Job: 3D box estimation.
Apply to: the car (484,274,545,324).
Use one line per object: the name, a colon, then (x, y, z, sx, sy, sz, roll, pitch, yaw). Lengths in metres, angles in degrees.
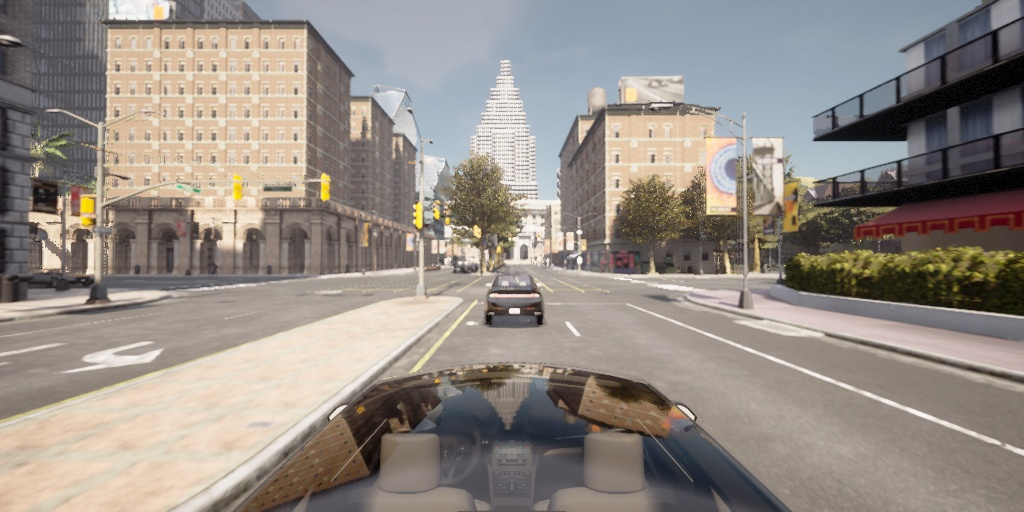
car: (0.071, 1.384, 12.659, 2.128, 1.511, 4.902, 0, -1, 0)

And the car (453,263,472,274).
car: (-8.063, 1.948, 56.246, 2.128, 1.511, 4.902, 0, -1, 0)

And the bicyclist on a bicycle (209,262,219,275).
bicyclist on a bicycle: (-37.286, 1.609, 44.879, 0.582, 1.620, 1.656, 0, 0, 0)

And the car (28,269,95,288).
car: (-34.188, 1.640, 26.927, 4.181, 1.385, 1.994, 0, -1, 0)
